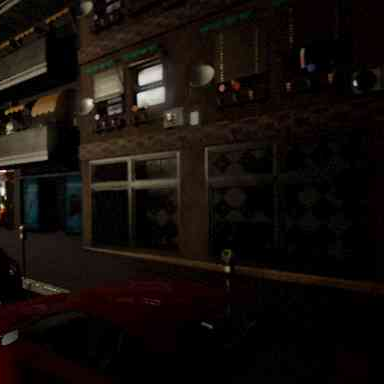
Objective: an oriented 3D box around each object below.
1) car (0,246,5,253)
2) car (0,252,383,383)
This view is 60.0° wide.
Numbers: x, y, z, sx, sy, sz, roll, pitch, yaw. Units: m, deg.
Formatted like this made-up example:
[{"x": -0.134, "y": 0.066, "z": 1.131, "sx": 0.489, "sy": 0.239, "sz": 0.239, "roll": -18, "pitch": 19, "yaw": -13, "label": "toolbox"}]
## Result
[{"x": -5.062, "y": 1.407, "z": 6.364, "sx": 4.097, "sy": 1.590, "sz": 1.967, "roll": 0, "pitch": -1, "yaw": 36, "label": "car"}, {"x": -0.564, "y": 1.535, "z": 3.145, "sx": 4.507, "sy": 1.381, "sz": 1.887, "roll": 0, "pitch": -1, "yaw": 36, "label": "car"}]
